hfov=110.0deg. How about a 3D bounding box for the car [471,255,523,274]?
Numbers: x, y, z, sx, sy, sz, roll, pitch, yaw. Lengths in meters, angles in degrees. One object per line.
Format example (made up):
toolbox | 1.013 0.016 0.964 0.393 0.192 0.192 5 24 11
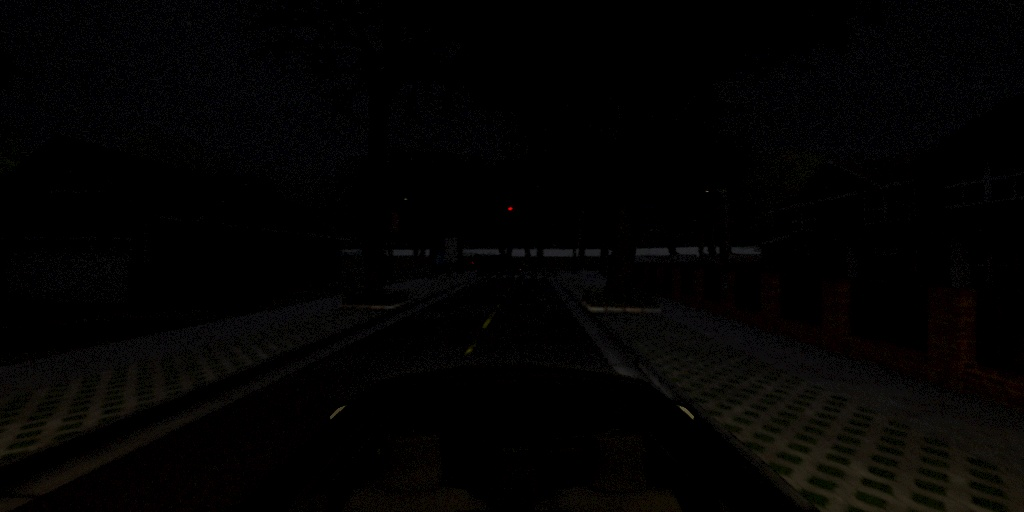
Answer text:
car | -1.587 0.889 38.476 5.566 2.045 2.150 0 0 3
